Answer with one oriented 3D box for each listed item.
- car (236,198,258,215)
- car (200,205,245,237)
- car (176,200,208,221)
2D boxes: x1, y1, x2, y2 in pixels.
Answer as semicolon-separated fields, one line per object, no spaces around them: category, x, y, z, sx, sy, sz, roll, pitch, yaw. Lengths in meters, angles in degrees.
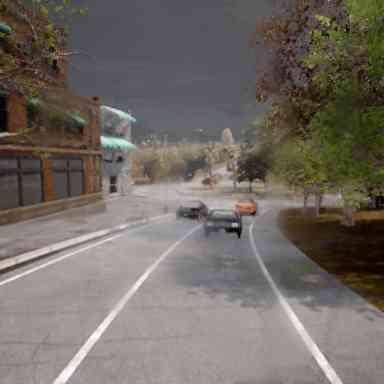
car;5.845;1.433;35.448;2.097;1.767;4.553;2;1;15
car;1.809;1.608;18.248;1.895;1.301;4.718;1;0;9
car;0.090;1.438;27.193;1.882;1.535;5.008;1;0;13
